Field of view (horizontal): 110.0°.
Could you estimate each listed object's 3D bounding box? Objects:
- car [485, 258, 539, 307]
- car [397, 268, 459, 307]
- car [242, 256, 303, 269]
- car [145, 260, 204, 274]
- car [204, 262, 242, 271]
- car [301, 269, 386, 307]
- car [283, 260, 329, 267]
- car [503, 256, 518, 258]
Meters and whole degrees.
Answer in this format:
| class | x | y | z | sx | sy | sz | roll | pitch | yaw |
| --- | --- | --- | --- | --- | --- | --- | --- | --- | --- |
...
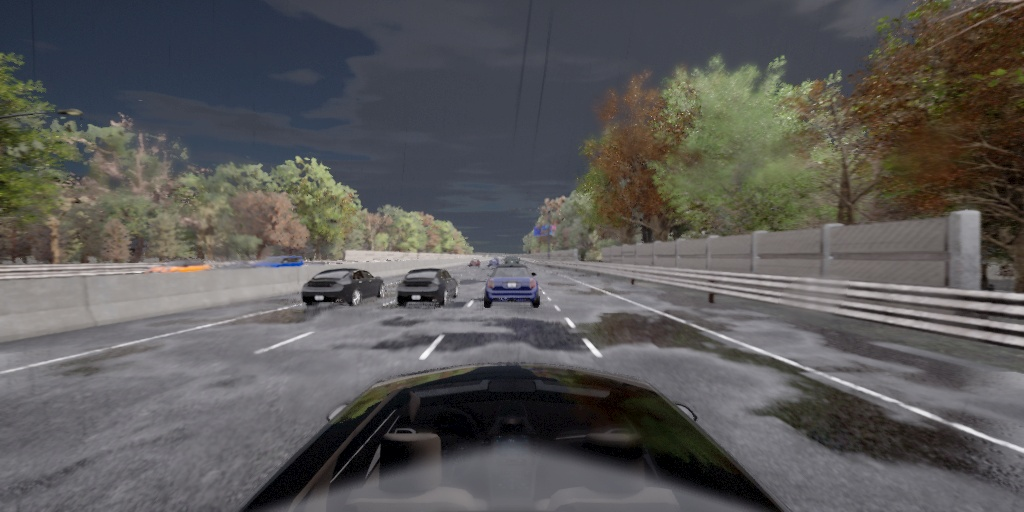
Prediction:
| class | x | y | z | sx | sy | sz | roll | pitch | yaw |
| --- | --- | --- | --- | --- | --- | --- | --- | --- | --- |
| car | -0.005 | 1.117 | 15.635 | 2.097 | 1.767 | 4.553 | 0 | 0 | 0 |
| car | -3.507 | 1.272 | 15.559 | 1.837 | 1.490 | 4.892 | 0 | 0 | 0 |
| car | -21.083 | 1.005 | 32.493 | 2.150 | 2.045 | 5.566 | 0 | 0 | 0 |
| car | -28.078 | 1.130 | 30.357 | 2.097 | 1.767 | 4.553 | 0 | 0 | 0 |
| car | -24.584 | 1.274 | 32.586 | 2.128 | 1.511 | 4.902 | 0 | 0 | 0 |
| car | -7.003 | 1.271 | 15.438 | 1.837 | 1.490 | 4.892 | 0 | 0 | 0 |
| car | -17.588 | 1.329 | 32.126 | 2.033 | 1.411 | 5.357 | 0 | 0 | 0 |
| car | -0.017 | 1.028 | 51.235 | 2.150 | 2.045 | 5.566 | 0 | 0 | 0 |
